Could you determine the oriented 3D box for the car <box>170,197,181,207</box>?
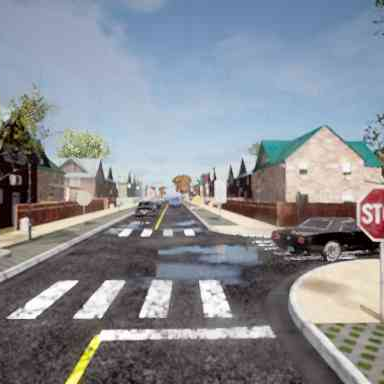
[{"bbox_3d":[-2.801,1.781,55.942,2.033,1.411,5.357,0,0,-3],"label":"car"}]

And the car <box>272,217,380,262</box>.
[{"bbox_3d":[5.264,1.532,11.607,4.718,1.301,1.895,0,-1,-22],"label":"car"}]

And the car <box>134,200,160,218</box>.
[{"bbox_3d":[-4.325,1.575,31.528,1.837,1.490,4.892,0,0,-3],"label":"car"}]

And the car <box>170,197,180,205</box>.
[{"bbox_3d":[-3.403,1.796,65.717,1.882,1.535,5.008,0,-1,-3],"label":"car"}]

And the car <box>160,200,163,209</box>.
[{"bbox_3d":[-5.214,1.771,47.509,1.895,1.301,4.718,0,0,-3],"label":"car"}]
